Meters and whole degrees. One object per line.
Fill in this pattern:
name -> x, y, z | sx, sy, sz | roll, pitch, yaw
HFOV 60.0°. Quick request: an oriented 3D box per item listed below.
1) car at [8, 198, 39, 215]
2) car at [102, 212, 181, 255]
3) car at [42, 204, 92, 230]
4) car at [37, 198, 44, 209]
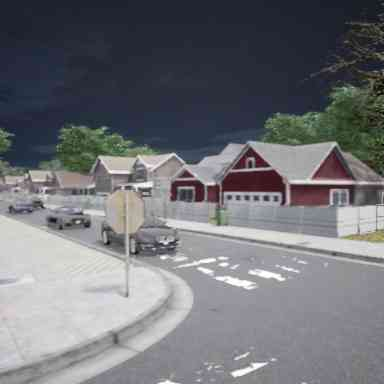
car -> -18.368, 1.607, 35.637 | 2.033, 1.411, 5.357 | -1, 0, -37
car -> -2.322, 1.612, 14.131 | 1.837, 1.490, 4.892 | -1, 0, -35
car -> -8.227, 1.661, 22.098 | 1.994, 1.385, 4.181 | -1, 0, -37
car -> -20.968, 1.521, 43.968 | 1.837, 1.490, 4.892 | -1, 0, -37
